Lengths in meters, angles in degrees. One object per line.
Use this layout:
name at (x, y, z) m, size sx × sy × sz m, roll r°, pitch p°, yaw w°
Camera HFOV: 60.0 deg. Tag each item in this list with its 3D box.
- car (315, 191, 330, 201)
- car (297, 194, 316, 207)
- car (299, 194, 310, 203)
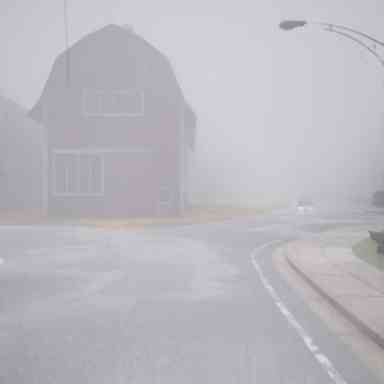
car at (25.846, 0.770, 66.085) m, size 2.150 × 2.045 × 5.566 m, roll 0°, pitch 0°, yaw 12°
car at (15.754, 1.359, 46.119) m, size 1.994 × 1.385 × 4.181 m, roll 0°, pitch 0°, yaw 21°
car at (21.105, 1.109, 62.429) m, size 1.882 × 1.535 × 5.008 m, roll 0°, pitch 0°, yaw 17°
